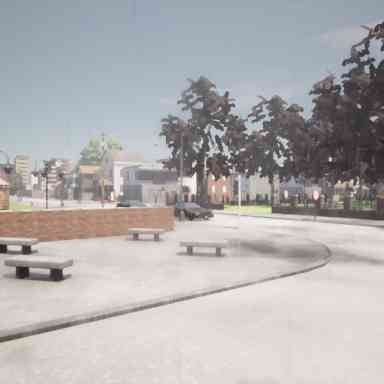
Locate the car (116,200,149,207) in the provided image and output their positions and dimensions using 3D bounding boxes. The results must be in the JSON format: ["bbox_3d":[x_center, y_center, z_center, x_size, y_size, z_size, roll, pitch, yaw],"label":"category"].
[{"bbox_3d":[-6.526,1.546,36.166,2.033,1.411,5.357,0,0,-35],"label":"car"}]

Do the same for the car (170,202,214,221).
[{"bbox_3d":[-0.451,1.546,27.588,2.033,1.411,5.357,0,0,-35],"label":"car"}]
